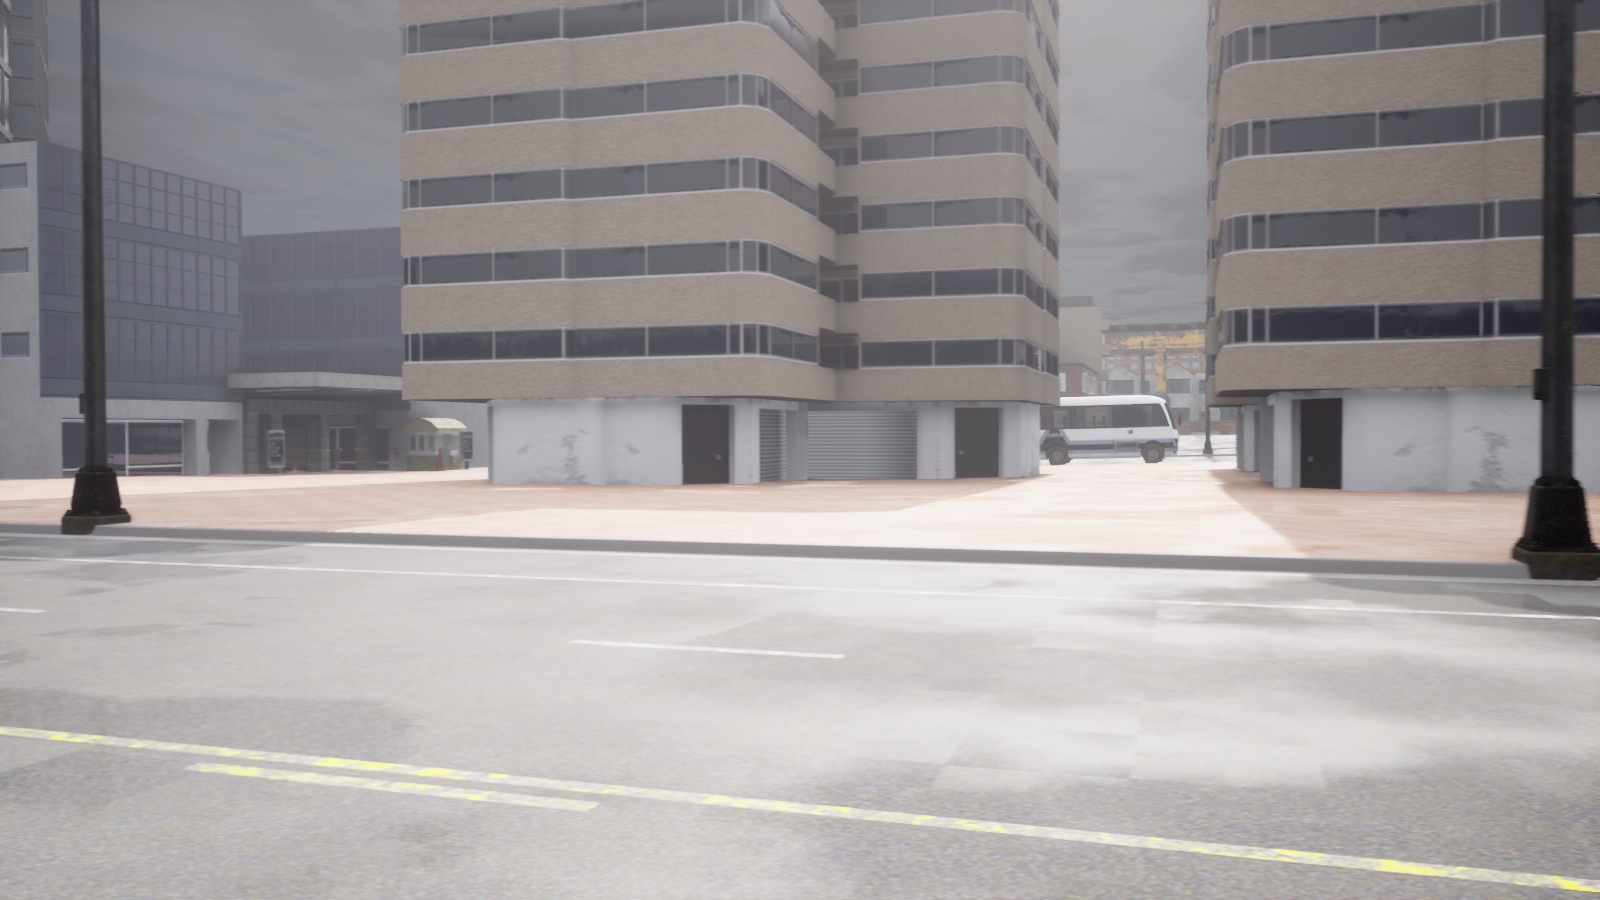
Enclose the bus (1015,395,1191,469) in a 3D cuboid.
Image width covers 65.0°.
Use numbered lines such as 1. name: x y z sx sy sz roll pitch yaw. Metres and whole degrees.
1. bus: 18.729 -1.059 77.511 10.273 4.253 3.944 -1 1 17
